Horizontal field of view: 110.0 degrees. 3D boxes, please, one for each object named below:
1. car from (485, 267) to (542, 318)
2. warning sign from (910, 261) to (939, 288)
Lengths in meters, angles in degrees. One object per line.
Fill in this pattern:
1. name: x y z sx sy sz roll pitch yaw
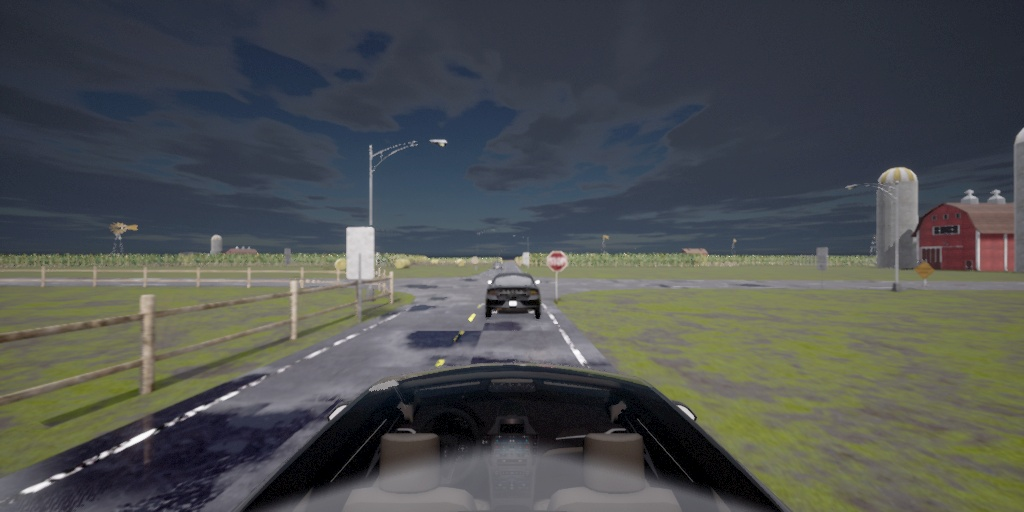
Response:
1. car: 0.064 1.349 13.616 1.882 1.535 5.008 0 -1 1
2. warning sign: 29.342 1.294 25.495 1.060 1.860 1.300 0 0 0
